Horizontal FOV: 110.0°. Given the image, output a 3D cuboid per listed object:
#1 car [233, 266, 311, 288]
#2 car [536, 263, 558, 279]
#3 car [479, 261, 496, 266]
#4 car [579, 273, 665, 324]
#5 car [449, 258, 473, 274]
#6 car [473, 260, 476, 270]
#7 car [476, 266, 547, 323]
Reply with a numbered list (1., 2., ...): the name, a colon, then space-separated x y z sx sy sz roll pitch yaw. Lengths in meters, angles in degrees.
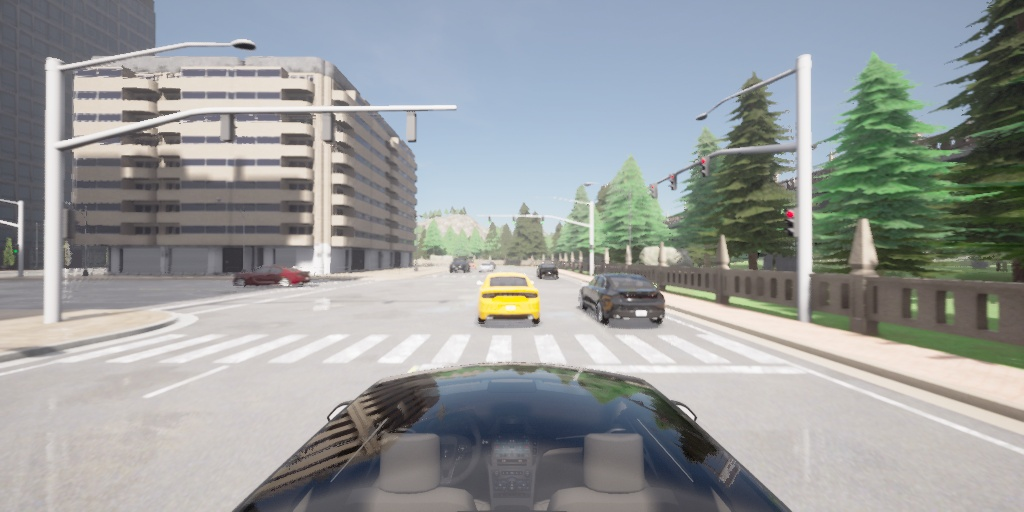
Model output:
1. car: -17.081 1.454 25.598 5.008 1.535 1.882 0 -1 0
2. car: 3.573 1.476 36.743 1.882 1.535 5.008 0 0 0
3. car: -3.623 1.623 50.533 1.812 1.442 4.674 0 0 0
4. car: 3.590 1.332 12.379 1.837 1.490 4.892 0 0 0
5. car: -7.127 1.310 49.258 2.150 2.045 5.566 0 0 1
6. car: -7.484 1.551 64.886 2.097 1.767 4.553 0 0 -5
7. car: -0.217 1.304 12.537 1.882 1.535 5.008 0 0 -4
